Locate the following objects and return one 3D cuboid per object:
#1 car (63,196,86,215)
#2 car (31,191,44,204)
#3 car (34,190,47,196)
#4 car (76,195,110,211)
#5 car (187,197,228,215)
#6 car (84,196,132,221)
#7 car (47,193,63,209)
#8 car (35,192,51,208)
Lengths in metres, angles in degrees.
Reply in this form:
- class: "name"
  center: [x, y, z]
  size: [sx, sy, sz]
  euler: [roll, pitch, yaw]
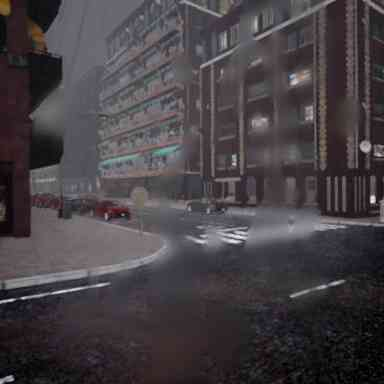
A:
- class: "car"
  center: [-9.256, 1.187, 28.546]
  size: [1.947, 1.339, 4.313]
  euler: [0, 1, -36]
- class: "car"
  center: [-19.319, 0.930, 42.262]
  size: [1.887, 1.381, 4.507]
  euler: [0, 1, -36]
- class: "car"
  center: [-36.123, 0.229, 79.328]
  size: [1.752, 1.417, 4.829]
  euler: [0, 1, -36]
- class: "car"
  center: [-10.229, 1.078, 34.239]
  size: [1.994, 1.385, 4.181]
  euler: [-1, 1, -36]
- class: "car"
  center: [1.240, 1.142, 28.456]
  size: [2.008, 1.369, 4.403]
  euler: [0, 1, -36]
- class: "car"
  center: [-5.916, 1.244, 23.971]
  size: [1.887, 1.381, 4.507]
  euler: [0, 1, -36]
- class: "car"
  center: [-12.610, 1.087, 33.118]
  size: [1.887, 1.381, 4.507]
  euler: [0, 1, -36]
- class: "car"
  center: [-15.965, 1.009, 37.690]
  size: [1.887, 1.381, 4.507]
  euler: [0, 1, -36]
